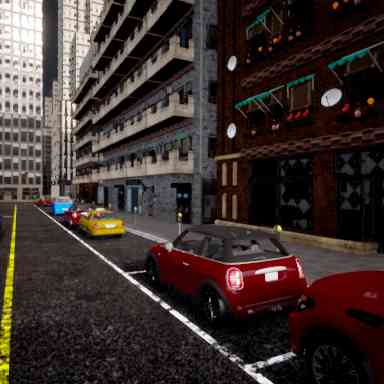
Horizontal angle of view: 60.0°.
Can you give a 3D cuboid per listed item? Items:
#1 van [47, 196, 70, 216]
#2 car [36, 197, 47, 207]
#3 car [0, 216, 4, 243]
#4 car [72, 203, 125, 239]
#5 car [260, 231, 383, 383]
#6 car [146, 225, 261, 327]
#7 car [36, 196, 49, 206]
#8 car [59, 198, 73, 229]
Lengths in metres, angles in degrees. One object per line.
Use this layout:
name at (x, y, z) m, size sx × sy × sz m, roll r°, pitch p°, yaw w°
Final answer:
van at (-12.492, 1.328, 31.836) m, size 1.690 × 1.788 × 3.998 m, roll -1°, pitch 0°, yaw -28°
car at (-22.828, 1.519, 51.479) m, size 1.887 × 1.381 × 4.507 m, roll -1°, pitch 0°, yaw -28°
car at (-9.830, 1.519, 15.394) m, size 1.812 × 1.442 × 4.674 m, roll 0°, pitch 0°, yaw -28°
car at (-4.816, 1.520, 17.257) m, size 1.752 × 1.417 × 4.829 m, roll -1°, pitch 0°, yaw -28°
car at (3.014, 1.316, 2.374) m, size 2.192 × 1.841 × 5.009 m, roll -1°, pitch 0°, yaw -28°
car at (0.431, 1.439, 7.285) m, size 1.967 × 1.590 × 4.097 m, roll -1°, pitch 0°, yaw -28°
car at (-25.492, 1.496, 56.540) m, size 1.752 × 1.417 × 4.829 m, roll -1°, pitch 0°, yaw -28°
car at (-7.322, 1.432, 22.016) m, size 1.967 × 1.590 × 4.097 m, roll -1°, pitch 0°, yaw -28°
